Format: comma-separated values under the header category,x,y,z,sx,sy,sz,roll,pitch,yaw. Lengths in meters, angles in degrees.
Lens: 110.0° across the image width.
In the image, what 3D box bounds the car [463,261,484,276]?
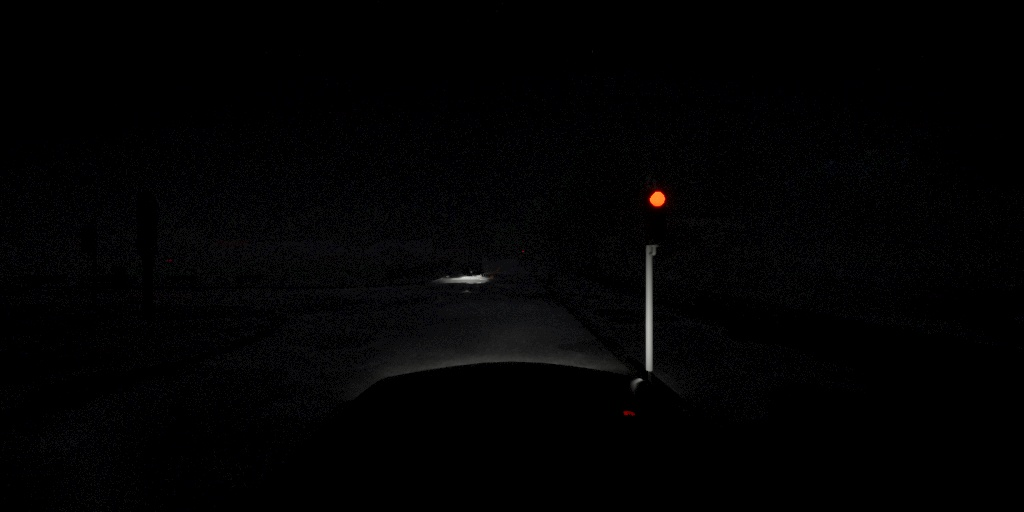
category,x,y,z,sx,sy,sz,roll,pitch,yaw
car,-4.014,1.293,37.808,2.128,1.511,4.902,0,1,0
